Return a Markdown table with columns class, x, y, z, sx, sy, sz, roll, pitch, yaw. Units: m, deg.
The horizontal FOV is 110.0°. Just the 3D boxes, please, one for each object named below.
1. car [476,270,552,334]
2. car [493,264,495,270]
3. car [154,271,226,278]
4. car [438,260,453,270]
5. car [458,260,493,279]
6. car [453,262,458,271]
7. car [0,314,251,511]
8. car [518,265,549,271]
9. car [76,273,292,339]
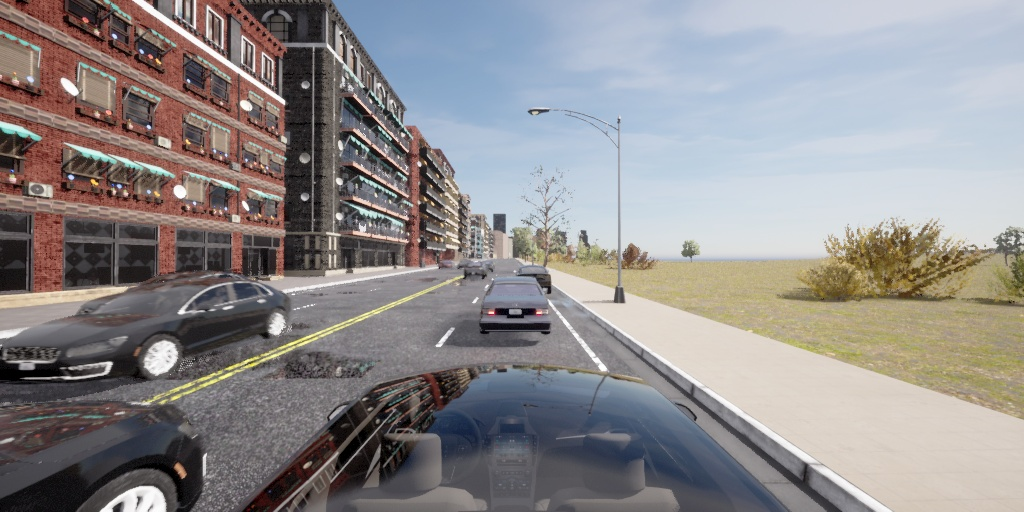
| class | x | y | z | sx | sy | sz | roll | pitch | yaw |
| --- | --- | --- | --- | --- | --- | --- | --- | --- | --- |
| car | 0.094 | 1.299 | 10.553 | 2.033 | 1.411 | 5.357 | 0 | 0 | 0 |
| car | -3.193 | 1.298 | 45.689 | 2.033 | 1.411 | 5.357 | 0 | 0 | 0 |
| car | -9.860 | 1.256 | 10.903 | 1.837 | 1.490 | 4.892 | 0 | 0 | 0 |
| car | -9.889 | 1.314 | 54.132 | 1.994 | 1.385 | 4.181 | 0 | 0 | 0 |
| car | -3.179 | 1.240 | 32.113 | 2.128 | 1.511 | 4.902 | 0 | 0 | 0 |
| car | -6.641 | 1.255 | 50.688 | 1.837 | 1.490 | 4.892 | 0 | 0 | 0 |
| car | -3.152 | 1.254 | 0.597 | 1.837 | 1.490 | 4.892 | 0 | 0 | 0 |
| car | 1.120 | 1.230 | 20.316 | 1.882 | 1.535 | 5.008 | 0 | 0 | 0 |
| car | -6.606 | 1.256 | 7.306 | 1.837 | 1.490 | 4.892 | 0 | 0 | 0 |
